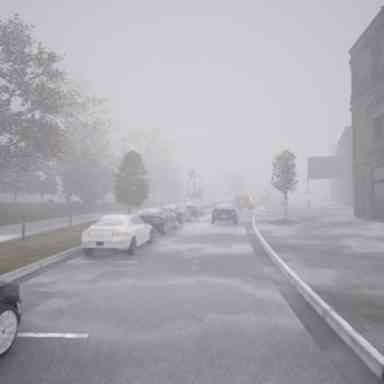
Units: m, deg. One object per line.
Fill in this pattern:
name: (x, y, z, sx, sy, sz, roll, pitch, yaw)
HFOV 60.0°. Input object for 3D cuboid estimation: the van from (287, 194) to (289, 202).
van: (23.995, 1.612, 87.041, 1.878, 1.987, 4.442, -4, -1, 33)

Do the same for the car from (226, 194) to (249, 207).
car: (7.911, 1.428, 57.584, 2.435, 2.045, 5.566, -4, -1, 22)

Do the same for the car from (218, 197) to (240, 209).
car: (5.887, 1.669, 52.335, 2.231, 1.521, 4.892, -4, -1, 20)

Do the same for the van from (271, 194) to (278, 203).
van: (17.951, 1.540, 77.647, 1.878, 1.987, 4.442, -4, -1, 31)

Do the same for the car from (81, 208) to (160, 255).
car: (-2.868, 1.596, 13.508, 2.002, 1.452, 4.674, -1, 0, 6)

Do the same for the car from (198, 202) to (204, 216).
car: (-0.087, 1.604, 31.556, 2.097, 1.535, 5.008, -1, 0, 12)

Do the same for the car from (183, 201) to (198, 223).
car: (-1.303, 1.588, 25.347, 2.231, 1.521, 4.892, -1, 0, 11)

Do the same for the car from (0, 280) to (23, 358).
car: (-3.572, 1.482, 2.997, 2.097, 1.535, 5.008, 1, 0, 4)

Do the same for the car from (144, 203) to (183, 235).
car: (-2.146, 1.585, 19.699, 2.097, 1.535, 5.008, -1, 0, 8)

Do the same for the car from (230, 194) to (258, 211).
car: (6.874, 1.338, 43.269, 2.150, 2.045, 5.566, -1, 0, 17)

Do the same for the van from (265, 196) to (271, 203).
van: (15.166, 1.511, 72.795, 1.878, 1.987, 4.442, -4, -1, 26)

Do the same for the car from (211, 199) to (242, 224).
car: (2.644, 1.555, 25.941, 1.882, 1.535, 5.008, 0, 0, 10)

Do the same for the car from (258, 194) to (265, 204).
car: (12.625, 1.708, 67.896, 1.946, 1.575, 5.366, -4, -1, 28)

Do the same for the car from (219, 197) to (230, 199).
car: (4.046, 1.657, 47.055, 2.231, 1.521, 4.892, -4, -1, 19)

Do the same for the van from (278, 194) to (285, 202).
van: (20.899, 1.573, 82.398, 1.878, 1.987, 4.442, -4, -1, 32)
